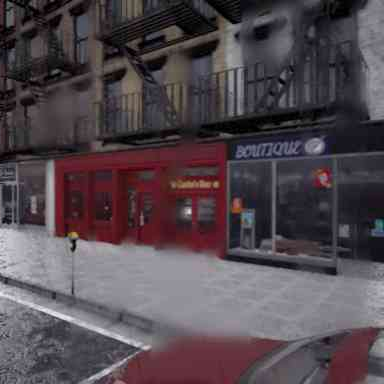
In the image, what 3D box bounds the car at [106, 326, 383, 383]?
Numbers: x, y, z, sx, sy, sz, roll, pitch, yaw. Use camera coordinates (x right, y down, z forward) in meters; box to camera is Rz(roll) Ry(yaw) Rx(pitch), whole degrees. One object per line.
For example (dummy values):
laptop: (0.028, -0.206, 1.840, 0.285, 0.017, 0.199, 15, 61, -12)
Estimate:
car: (1.165, 1.582, 1.978, 4.206, 1.307, 1.802, 0, 0, 35)
